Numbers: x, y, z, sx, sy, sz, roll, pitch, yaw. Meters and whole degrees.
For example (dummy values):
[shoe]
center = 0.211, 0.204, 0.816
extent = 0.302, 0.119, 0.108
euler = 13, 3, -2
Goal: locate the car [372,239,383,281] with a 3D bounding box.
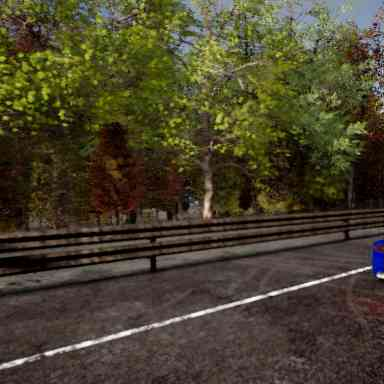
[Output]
[car]
center = 6.539, 1.458, 8.466
extent = 5.008, 1.535, 1.882
euler = 0, 0, -36
